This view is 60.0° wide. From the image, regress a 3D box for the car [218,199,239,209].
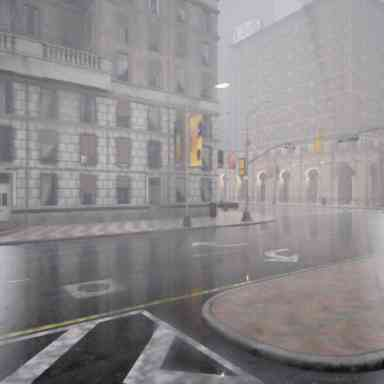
[{"bbox_3d":[4.039,1.601,43.919,1.895,1.301,4.718,0,0,-36],"label":"car"}]
